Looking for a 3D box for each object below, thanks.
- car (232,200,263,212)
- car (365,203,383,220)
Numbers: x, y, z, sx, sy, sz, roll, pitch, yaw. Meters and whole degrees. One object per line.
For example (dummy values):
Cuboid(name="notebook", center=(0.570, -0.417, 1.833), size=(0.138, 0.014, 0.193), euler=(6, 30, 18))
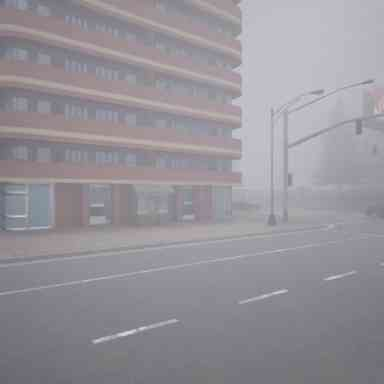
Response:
Cuboid(name="car", center=(6.228, 1.601, 39.710), size=(1.895, 1.301, 4.718), euler=(0, 0, -36))
Cuboid(name="car", center=(16.272, 1.477, 25.989), size=(1.882, 1.535, 5.008), euler=(0, 0, -36))
